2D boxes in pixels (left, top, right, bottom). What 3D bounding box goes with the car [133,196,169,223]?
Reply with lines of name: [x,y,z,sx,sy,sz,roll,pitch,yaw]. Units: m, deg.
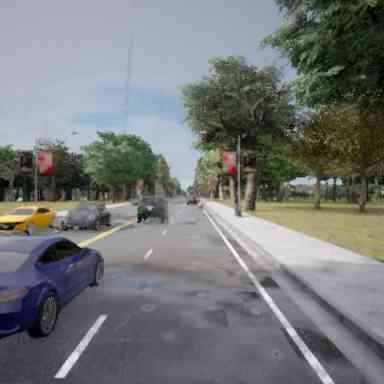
car: [-3.159,1.381,27.498,2.150,2.045,5.566,0,0,0]

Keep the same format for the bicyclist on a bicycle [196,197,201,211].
bicyclist on a bicycle: [0.898,1.629,45.409,0.659,1.776,1.843,0,0,0]

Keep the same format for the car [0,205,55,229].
car: [-9.845,1.594,20.066,1.882,1.535,5.008,0,0,0]

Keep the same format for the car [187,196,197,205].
car: [0.057,1.725,66.400,2.097,1.767,4.553,0,0,1]

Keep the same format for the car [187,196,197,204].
car: [0.010,1.781,76.804,2.097,1.767,4.553,0,0,0]

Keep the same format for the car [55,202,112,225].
car: [-6.595,1.475,21.182,2.097,1.767,4.553,0,0,0]

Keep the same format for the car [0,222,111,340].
car: [-3.151,1.564,6.548,1.812,1.442,4.674,0,0,0]

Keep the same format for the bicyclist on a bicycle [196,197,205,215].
bicyclist on a bicycle: [0.904,1.639,35.174,0.866,1.612,1.509,0,0,0]

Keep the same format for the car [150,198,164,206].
car: [-6.513,1.845,62.191,2.128,1.511,4.902,0,0,0]
